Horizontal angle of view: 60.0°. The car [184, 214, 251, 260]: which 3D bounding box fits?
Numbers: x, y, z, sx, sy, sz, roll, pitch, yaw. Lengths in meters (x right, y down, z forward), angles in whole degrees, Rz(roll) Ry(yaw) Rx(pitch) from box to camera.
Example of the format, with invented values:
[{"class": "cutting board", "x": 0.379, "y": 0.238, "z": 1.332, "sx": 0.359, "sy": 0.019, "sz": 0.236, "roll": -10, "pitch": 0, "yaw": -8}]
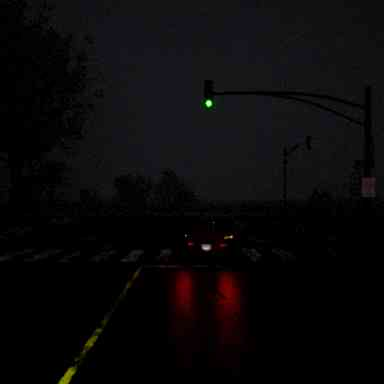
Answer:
[{"class": "car", "x": 1.016, "y": 1.533, "z": 12.346, "sx": 1.812, "sy": 1.442, "sz": 4.674, "roll": -1, "pitch": -1, "yaw": 15}]
